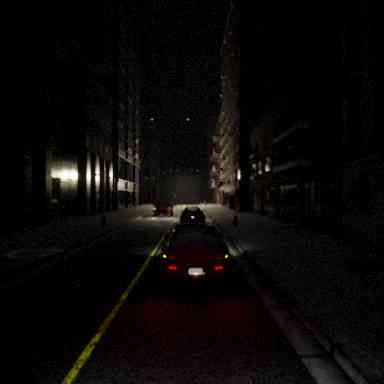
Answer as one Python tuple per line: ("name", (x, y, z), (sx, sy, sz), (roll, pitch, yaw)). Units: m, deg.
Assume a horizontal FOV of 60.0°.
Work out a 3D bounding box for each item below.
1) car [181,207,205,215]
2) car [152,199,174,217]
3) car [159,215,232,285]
("car", (0.050, 1.878, 26.912), (1.994, 1.385, 4.181), (0, -1, 0))
("car", (-3.115, 1.774, 36.421), (2.097, 1.767, 4.553), (0, -1, 0))
("car", (0.082, 1.640, 9.758), (1.812, 1.442, 4.674), (0, -1, 0))
